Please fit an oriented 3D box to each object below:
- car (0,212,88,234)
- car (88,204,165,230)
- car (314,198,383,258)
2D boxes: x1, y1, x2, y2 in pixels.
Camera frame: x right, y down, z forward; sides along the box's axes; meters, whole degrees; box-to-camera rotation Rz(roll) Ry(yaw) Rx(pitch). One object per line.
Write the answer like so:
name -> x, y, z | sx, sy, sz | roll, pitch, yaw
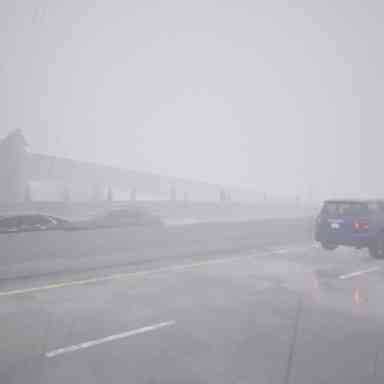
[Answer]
car -> -6.637, 1.512, 12.155 | 4.892, 1.490, 1.837 | 0, 0, -36
car -> -4.150, 1.575, 18.231 | 5.357, 1.411, 2.033 | 0, 0, -36
car -> 7.186, 1.271, 13.179 | 5.566, 2.045, 2.150 | 0, 0, -36
